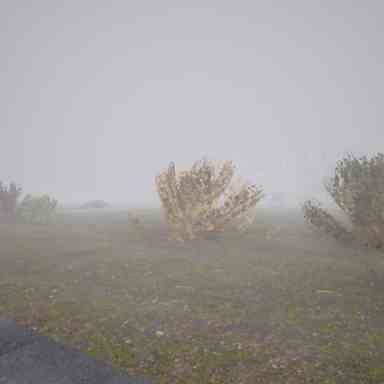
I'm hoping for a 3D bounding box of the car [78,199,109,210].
[{"bbox_3d":[-15.024,1.919,50.759,1.837,1.490,4.892,-1,-2,36],"label":"car"}]
